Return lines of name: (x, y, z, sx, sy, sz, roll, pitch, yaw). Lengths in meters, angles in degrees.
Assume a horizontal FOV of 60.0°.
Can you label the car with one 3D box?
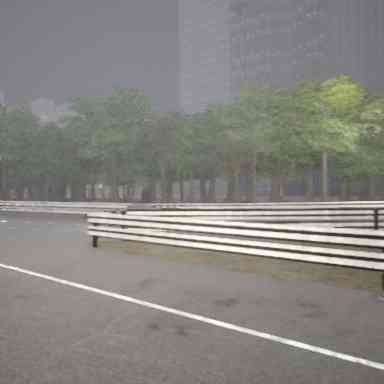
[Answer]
car: (-3.425, 1.492, 20.058, 4.674, 1.442, 1.812, 0, 0, 14)
